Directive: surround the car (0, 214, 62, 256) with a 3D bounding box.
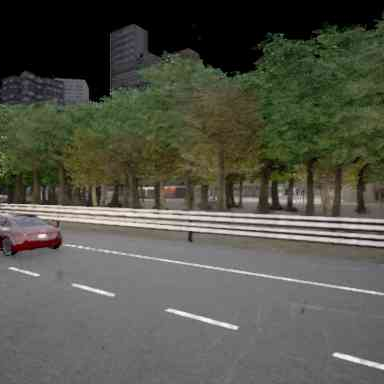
[{"bbox_3d":[-7.044,1.571,13.194,4.181,1.385,1.994,0,0,36],"label":"car"}]
